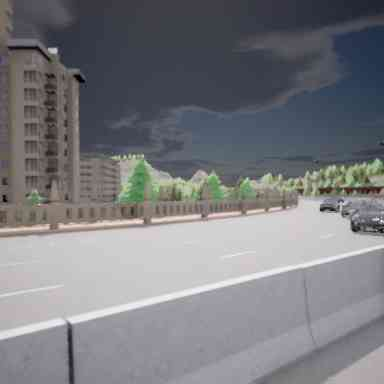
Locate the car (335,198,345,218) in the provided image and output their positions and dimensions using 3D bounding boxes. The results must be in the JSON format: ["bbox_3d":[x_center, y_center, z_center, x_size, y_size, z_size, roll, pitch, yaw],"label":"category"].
[{"bbox_3d":[14.597,1.514,29.557,2.128,1.511,4.902,0,0,34],"label":"car"}]

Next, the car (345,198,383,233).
[{"bbox_3d":[10.602,1.344,18.843,2.097,1.767,4.553,-1,0,41],"label":"car"}]

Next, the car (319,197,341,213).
[{"bbox_3d":[15.929,1.614,38.164,2.033,1.411,5.357,-1,0,29],"label":"car"}]

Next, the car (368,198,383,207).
[{"bbox_3d":[30.373,1.626,54.503,1.994,1.385,4.181,-1,0,17],"label":"car"}]
